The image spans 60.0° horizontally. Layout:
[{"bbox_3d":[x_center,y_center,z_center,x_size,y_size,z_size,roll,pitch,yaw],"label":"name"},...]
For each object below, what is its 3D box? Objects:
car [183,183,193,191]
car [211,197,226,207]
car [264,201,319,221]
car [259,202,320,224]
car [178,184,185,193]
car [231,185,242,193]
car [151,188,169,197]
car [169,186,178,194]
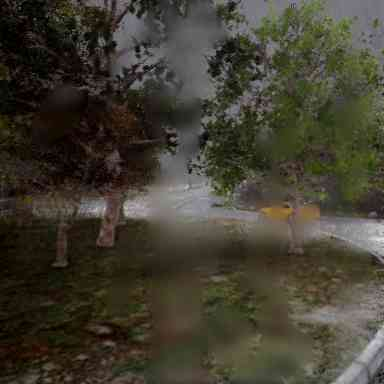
[{"bbox_3d":[-2.345,-1.126,85.696,2.435,2.045,5.566,0,3,16],"label":"car"},{"bbox_3d":[3.687,1.348,46.356,1.994,1.385,4.181,0,2,4],"label":"car"},{"bbox_3d":[8.457,1.565,28.540,1.994,1.385,4.181,0,0,-36],"label":"car"},{"bbox_3d":[7.002,1.479,24.530,1.882,1.535,5.008,0,0,-27],"label":"car"},{"bbox_3d":[-3.989,-0.530,80.151,1.946,1.575,5.366,0,3,16],"label":"car"},{"bbox_3d":[10.348,-0.428,75.990,1.994,1.385,4.181,0,3,17],"label":"car"},{"bbox_3d":[-7.127,0.133,69.579,1.946,1.575,5.366,0,3,17],"label":"car"},{"bbox_3d":[-5.554,-0.200,74.862,1.946,1.575,5.366,0,3,16],"label":"car"}]
